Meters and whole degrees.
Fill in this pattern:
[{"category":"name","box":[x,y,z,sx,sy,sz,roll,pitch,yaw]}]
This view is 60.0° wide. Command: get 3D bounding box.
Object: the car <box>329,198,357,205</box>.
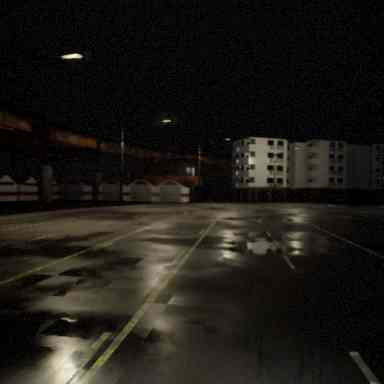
[{"category":"car","box":[30.082,1.929,66.125,5.357,1.411,2.033,1,0,-15]}]
